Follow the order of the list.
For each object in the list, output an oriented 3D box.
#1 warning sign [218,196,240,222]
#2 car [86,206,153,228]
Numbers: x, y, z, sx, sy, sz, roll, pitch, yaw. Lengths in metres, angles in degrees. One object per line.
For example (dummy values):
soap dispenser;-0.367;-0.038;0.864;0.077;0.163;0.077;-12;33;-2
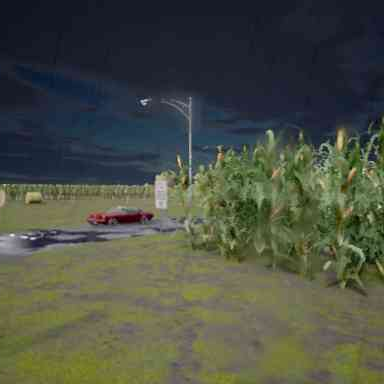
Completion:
warning sign;2.714;1.222;24.392;1.300;1.860;1.060;1;0;34
car;-4.852;1.643;22.744;1.895;1.301;4.718;1;0;34
